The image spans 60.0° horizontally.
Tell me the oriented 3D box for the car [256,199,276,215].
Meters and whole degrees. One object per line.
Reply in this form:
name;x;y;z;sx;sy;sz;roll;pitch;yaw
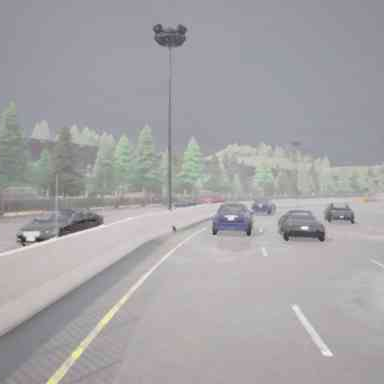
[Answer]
car;7.882;1.497;36.267;2.097;1.767;4.553;0;0;23

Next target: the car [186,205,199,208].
car;-1.001;1.716;50.508;1.994;1.385;4.181;0;0;28

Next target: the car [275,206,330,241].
car;5.608;1.641;17.379;1.994;1.385;4.181;0;0;11

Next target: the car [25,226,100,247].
car;-5.687;1.515;14.908;2.128;1.511;4.902;0;0;9

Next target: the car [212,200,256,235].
car;2.485;1.422;19.400;2.097;1.767;4.553;0;0;12

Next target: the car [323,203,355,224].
car;11.594;1.621;26.377;2.128;1.511;4.902;0;0;18
